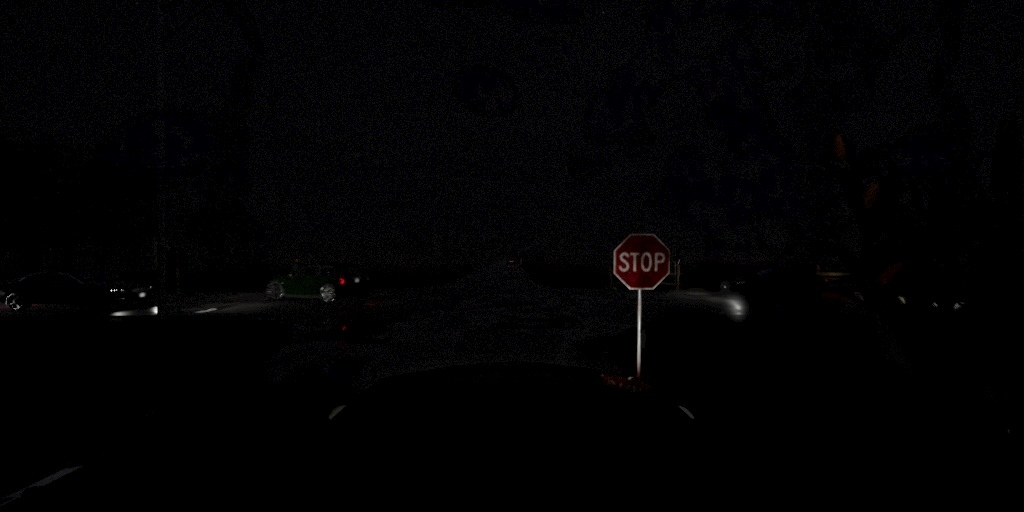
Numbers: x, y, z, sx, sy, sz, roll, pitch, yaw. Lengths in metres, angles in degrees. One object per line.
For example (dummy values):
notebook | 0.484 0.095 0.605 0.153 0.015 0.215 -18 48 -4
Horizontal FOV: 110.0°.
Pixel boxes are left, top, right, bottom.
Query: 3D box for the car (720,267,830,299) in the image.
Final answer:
car | 12.794 1.250 17.566 4.674 1.442 1.812 0 2 1

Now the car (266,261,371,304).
car | -8.931 1.101 16.559 4.553 1.767 2.097 0 2 17

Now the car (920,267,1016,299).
car | 22.695 1.230 17.587 5.008 1.535 1.882 0 2 0

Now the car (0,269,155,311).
car | -17.306 1.302 14.389 4.902 1.511 2.128 0 2 0

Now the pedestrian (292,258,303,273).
pedestrian | -12.227 0.983 20.390 0.375 1.860 0.375 0 2 0
